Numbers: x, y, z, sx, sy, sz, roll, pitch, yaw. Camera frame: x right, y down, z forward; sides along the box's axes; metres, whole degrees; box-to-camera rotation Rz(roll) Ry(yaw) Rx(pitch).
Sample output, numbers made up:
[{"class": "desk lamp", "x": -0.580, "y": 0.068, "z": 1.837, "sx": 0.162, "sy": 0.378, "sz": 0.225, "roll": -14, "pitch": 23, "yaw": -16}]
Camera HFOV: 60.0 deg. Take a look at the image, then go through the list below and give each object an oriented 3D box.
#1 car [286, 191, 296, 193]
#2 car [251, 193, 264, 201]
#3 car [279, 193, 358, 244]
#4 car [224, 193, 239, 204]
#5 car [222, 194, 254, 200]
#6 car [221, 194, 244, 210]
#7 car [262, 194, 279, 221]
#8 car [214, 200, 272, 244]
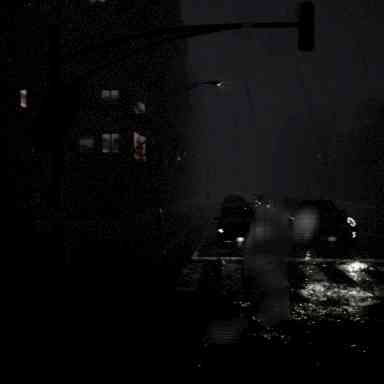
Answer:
[{"class": "car", "x": 16.230, "y": 0.645, "z": 54.687, "sx": 1.882, "sy": 1.535, "sz": 5.008, "roll": 0, "pitch": 1, "yaw": 6}, {"class": "car", "x": 7.287, "y": 0.983, "z": 33.114, "sx": 1.837, "sy": 1.490, "sz": 4.892, "roll": 0, "pitch": 1, "yaw": 6}, {"class": "car", "x": 5.230, "y": 1.066, "z": 14.074, "sx": 2.097, "sy": 1.767, "sz": 4.553, "roll": 0, "pitch": 1, "yaw": 6}, {"class": "car", "x": 5.415, "y": 0.912, "z": 45.637, "sx": 1.994, "sy": 1.385, "sz": 4.181, "roll": 0, "pitch": 1, "yaw": 7}, {"class": "car", "x": 3.046, "y": 1.104, "z": 24.148, "sx": 2.128, "sy": 1.511, "sz": 4.902, "roll": 0, "pitch": 1, "yaw": 6}, {"class": "car", "x": 4.162, "y": 0.977, "z": 34.431, "sx": 2.128, "sy": 1.511, "sz": 4.902, "roll": 0, "pitch": 1, "yaw": 6}, {"class": "car", "x": 6.197, "y": 1.128, "z": 23.009, "sx": 1.812, "sy": 1.442, "sz": 4.674, "roll": 0, "pitch": 1, "yaw": 6}, {"class": "car", "x": 2.016, "y": 1.279, "z": 14.596, "sx": 2.033, "sy": 1.411, "sz": 5.357, "roll": 0, "pitch": 1, "yaw": 6}]
